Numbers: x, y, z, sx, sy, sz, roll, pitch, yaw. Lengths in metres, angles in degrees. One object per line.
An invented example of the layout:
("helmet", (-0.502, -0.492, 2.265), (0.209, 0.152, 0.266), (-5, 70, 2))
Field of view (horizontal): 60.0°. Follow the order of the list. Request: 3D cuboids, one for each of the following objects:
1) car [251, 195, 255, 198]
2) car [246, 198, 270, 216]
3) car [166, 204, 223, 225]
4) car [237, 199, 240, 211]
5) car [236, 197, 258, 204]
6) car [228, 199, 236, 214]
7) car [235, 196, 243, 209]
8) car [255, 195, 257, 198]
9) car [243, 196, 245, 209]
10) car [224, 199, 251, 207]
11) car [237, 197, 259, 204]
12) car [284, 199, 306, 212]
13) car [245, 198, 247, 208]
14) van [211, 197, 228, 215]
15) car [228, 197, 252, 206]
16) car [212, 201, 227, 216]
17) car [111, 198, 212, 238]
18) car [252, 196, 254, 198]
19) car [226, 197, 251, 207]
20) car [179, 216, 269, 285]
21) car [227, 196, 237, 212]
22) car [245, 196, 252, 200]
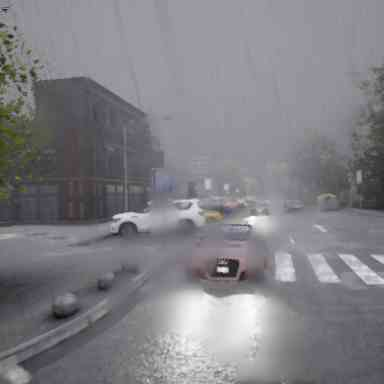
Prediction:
("car", (7.893, 1.774, 60.608), (5.566, 2.045, 2.435), (-3, -1, -7))
("car", (7.371, 1.711, 35.868), (2.128, 1.511, 4.902), (-2, -1, 14))
("car", (0.155, 1.865, 28.470), (4.674, 1.452, 2.002), (-2, -1, -7))
("car", (2.956, 1.930, 40.153), (4.674, 1.452, 2.002), (-2, -1, -7))
("car", (14.356, 2.248, 86.875), (5.366, 1.575, 1.946), (-2, -1, -7))
("car", (1.560, 1.857, 34.306), (5.008, 1.535, 2.097), (-2, -1, -7))
("car", (3.686, 1.780, 43.072), (4.553, 1.767, 2.185), (-2, -1, -6))
("car", (13.473, 2.232, 83.935), (4.892, 1.521, 2.231), (-2, -1, -7))
("car", (4.389, 1.798, 45.990), (4.553, 1.767, 2.185), (-2, -1, -6))
("car", (8.593, 2.089, 63.500), (4.674, 1.452, 2.002), (-2, -1, -6))
("car", (15.045, 2.276, 89.796), (5.366, 1.575, 1.946), (-2, -1, -7))
("car", (13.052, 1.690, 41.639), (1.994, 1.385, 4.181), (-2, -1, 13))
("car", (5.095, 1.972, 48.919), (4.792, 1.488, 2.163), (-2, -1, -7))
("van", (0.730, 1.620, 31.374), (4.442, 1.987, 1.878), (-2, -1, -7))
("car", (9.957, 1.973, 69.342), (4.553, 1.767, 2.185), (-2, -1, -7))
("car", (-0.351, 1.798, 25.567), (5.366, 1.575, 1.946), (-2, -1, -7))
("car", (-1.955, 1.526, 19.687), (5.566, 2.045, 2.435), (-2, -1, -7))
("car", (7.365, 1.993, 57.691), (5.366, 1.575, 1.946), (-2, -1, -6))
("car", (9.255, 1.948, 66.424), (4.553, 1.767, 2.185), (-2, -1, -6))
("car", (1.198, 1.638, 9.737), (1.994, 1.385, 4.181), (-2, -1, 14))
("car", (2.216, 1.749, 37.237), (4.553, 1.767, 2.185), (-2, -1, -7))
("car", (5.788, 1.710, 51.840), (5.566, 2.045, 2.435), (-2, -1, -6))
